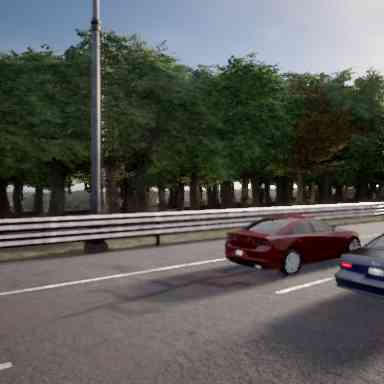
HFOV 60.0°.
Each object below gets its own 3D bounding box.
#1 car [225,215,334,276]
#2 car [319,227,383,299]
[{"bbox_3d":[3.292,1.461,10.405,5.008,1.535,1.882,-1,0,-35],"label":"car"},{"bbox_3d":[5.481,1.530,7.664,5.357,1.411,2.033,0,0,-35],"label":"car"}]
